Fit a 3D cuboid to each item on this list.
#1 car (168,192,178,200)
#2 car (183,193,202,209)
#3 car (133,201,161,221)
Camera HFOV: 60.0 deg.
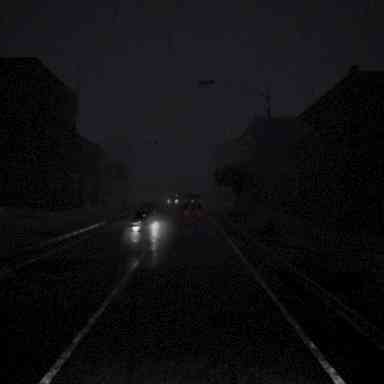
[{"bbox_3d":[-3.941,0.731,68.699,2.097,1.767,4.553,0,1,-4],"label":"car"},{"bbox_3d":[0.064,1.101,42.854,2.150,2.045,5.566,0,1,0],"label":"car"},{"bbox_3d":[-3.617,1.514,27.498,1.837,1.490,4.892,0,0,0],"label":"car"}]
